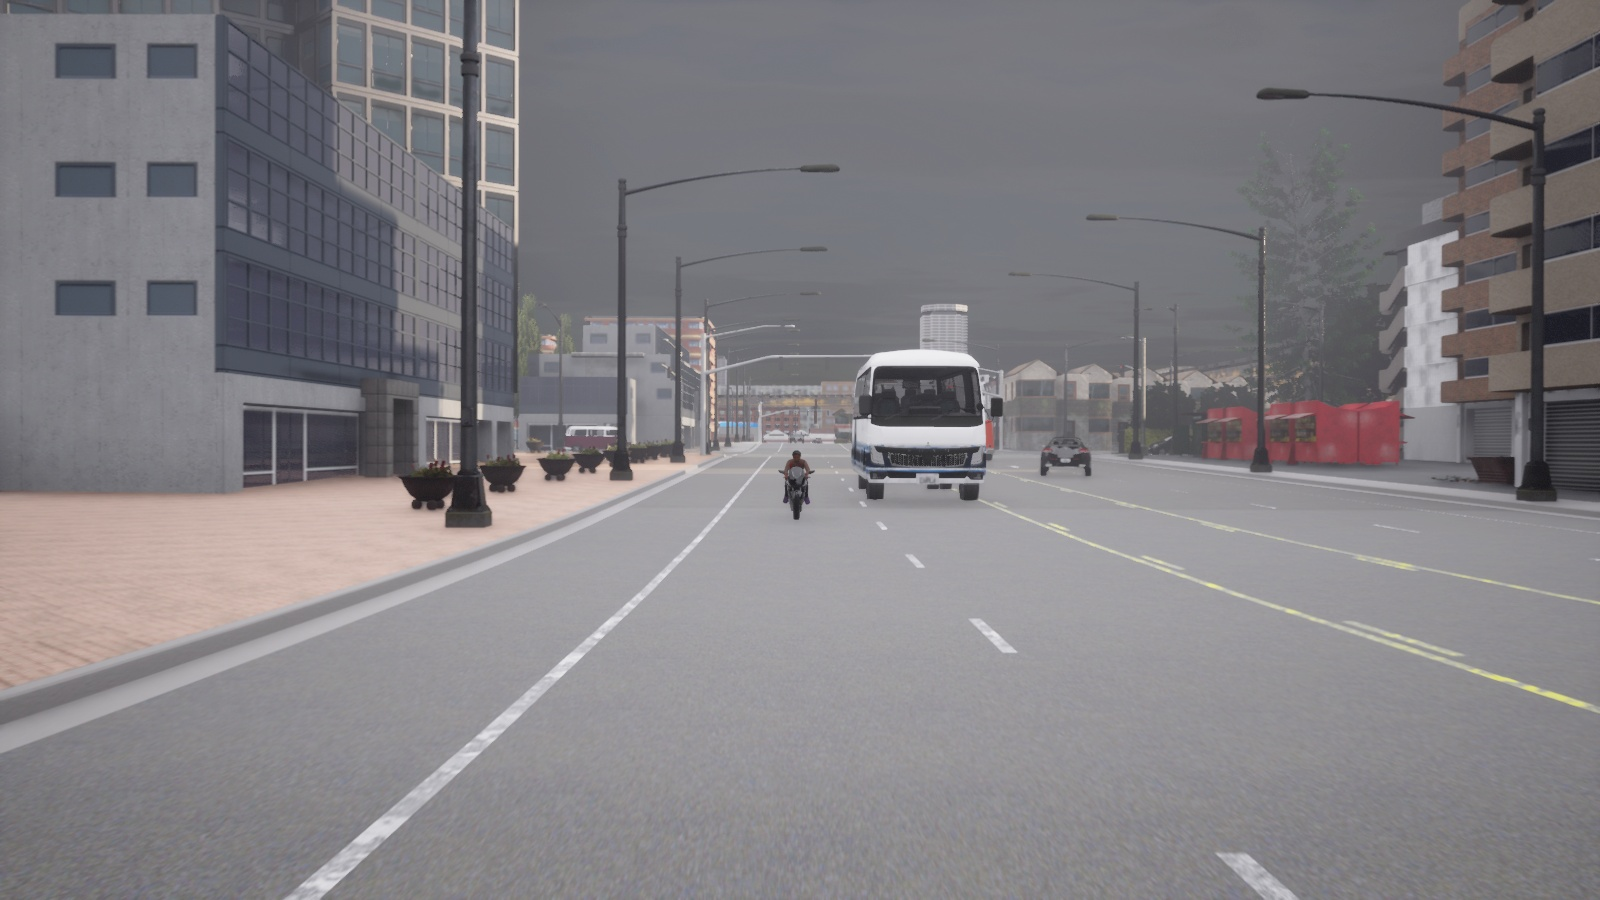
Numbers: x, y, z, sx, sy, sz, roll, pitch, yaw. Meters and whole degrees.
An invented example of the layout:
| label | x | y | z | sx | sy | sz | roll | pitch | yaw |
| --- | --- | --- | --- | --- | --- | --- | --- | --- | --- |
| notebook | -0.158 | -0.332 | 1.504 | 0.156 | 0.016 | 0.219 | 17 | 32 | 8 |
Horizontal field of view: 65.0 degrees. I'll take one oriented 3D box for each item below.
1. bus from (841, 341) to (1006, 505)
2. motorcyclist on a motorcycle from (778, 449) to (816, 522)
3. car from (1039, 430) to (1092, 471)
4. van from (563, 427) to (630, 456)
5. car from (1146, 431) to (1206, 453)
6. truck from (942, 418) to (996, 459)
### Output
| label | x | y | z | sx | sy | sz | roll | pitch | yaw |
| --- | --- | --- | --- | --- | --- | --- | --- | --- | --- |
| bus | 3.401 | -0.809 | 37.986 | 3.944 | 4.253 | 10.273 | 0 | 1 | 0 |
| motorcyclist on a motorcycle | -0.068 | 0.765 | 28.002 | 0.797 | 1.523 | 2.044 | 0 | 1 | 0 |
| car | 11.533 | -0.023 | 54.435 | 2.152 | 1.651 | 5.027 | 0 | 1 | 13 |
| van | -14.682 | -0.603 | 90.561 | 4.480 | 2.038 | 2.069 | 0 | 0 | 0 |
| car | 28.066 | -0.617 | 93.829 | 3.988 | 1.617 | 1.851 | 0 | 0 | 0 |
| truck | 10.309 | -0.720 | 77.045 | 2.627 | 2.467 | 5.204 | 0 | 1 | 0 |
